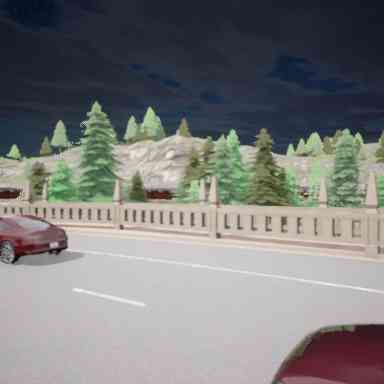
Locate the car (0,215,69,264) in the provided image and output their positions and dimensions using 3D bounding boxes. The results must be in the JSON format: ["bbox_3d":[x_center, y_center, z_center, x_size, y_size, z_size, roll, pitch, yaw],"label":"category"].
[{"bbox_3d":[-6.392,1.529,11.720,4.674,1.442,1.812,0,0,29],"label":"car"}]

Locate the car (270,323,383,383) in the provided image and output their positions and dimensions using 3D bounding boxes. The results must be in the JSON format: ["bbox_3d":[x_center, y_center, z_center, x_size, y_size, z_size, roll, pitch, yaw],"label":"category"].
[{"bbox_3d":[2.533,1.546,1.983,4.181,1.385,1.994,0,0,36],"label":"car"}]
